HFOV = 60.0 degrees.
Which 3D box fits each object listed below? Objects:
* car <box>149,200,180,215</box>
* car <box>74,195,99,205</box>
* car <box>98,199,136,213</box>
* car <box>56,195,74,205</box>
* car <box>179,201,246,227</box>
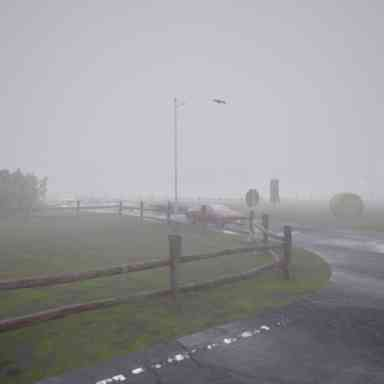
[{"bbox_3d":[-2.176,1.398,31.486,1.895,1.301,4.718,-1,1,-36],"label":"car"},{"bbox_3d":[-15.564,1.182,49.876,2.033,1.411,5.357,-1,1,-35],"label":"car"},{"bbox_3d":[-7.448,1.397,33.720,1.895,1.301,4.718,-1,1,-36],"label":"car"},{"bbox_3d":[-18.933,1.141,49.722,1.882,1.535,5.008,-1,1,-36],"label":"car"},{"bbox_3d":[1.406,1.426,21.492,1.812,1.442,4.674,-1,1,-36],"label":"car"}]
